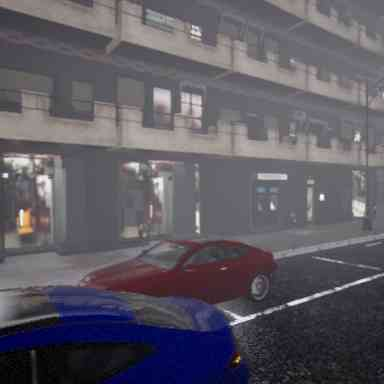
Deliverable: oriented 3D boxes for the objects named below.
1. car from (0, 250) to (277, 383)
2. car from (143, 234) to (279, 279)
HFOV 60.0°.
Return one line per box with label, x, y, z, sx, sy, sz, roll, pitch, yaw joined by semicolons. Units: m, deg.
car;-1.640;1.527;2.208;4.674;1.442;1.812;-1;0;-35
car;-0.071;1.538;6.509;4.206;1.307;1.802;-1;1;-36
